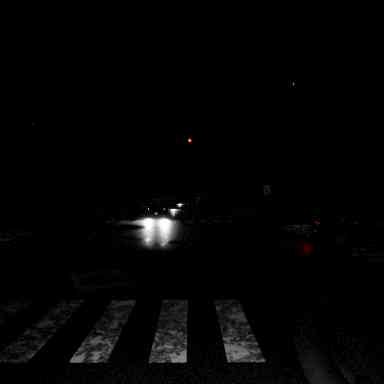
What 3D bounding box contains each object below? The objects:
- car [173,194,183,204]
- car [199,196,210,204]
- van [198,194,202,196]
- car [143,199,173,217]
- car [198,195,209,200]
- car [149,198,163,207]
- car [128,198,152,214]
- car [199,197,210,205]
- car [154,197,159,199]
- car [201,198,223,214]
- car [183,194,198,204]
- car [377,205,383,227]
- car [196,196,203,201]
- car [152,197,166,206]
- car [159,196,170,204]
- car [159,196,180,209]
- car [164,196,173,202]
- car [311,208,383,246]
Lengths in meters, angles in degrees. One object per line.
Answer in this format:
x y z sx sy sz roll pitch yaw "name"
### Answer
-3.021 1.668 66.218 1.994 1.385 4.181 0 0 1 "car"
2.355 1.641 47.217 1.802 1.307 4.206 0 0 0 "car"
2.370 1.424 58.238 1.690 1.788 3.998 0 0 0 "van"
-3.172 1.634 32.088 1.895 1.301 4.718 0 0 1 "car"
2.362 1.637 52.728 1.947 1.339 4.313 0 0 0 "car"
-5.662 1.653 52.738 1.802 1.307 4.206 0 0 0 "car"
-5.685 1.480 36.206 1.967 1.590 4.097 0 0 0 "car"
2.377 1.647 63.749 2.008 1.369 4.403 0 0 0 "car"
-5.677 1.489 41.717 1.967 1.590 4.097 0 0 0 "car"
2.340 1.606 36.194 1.947 1.339 4.313 0 0 0 "car"
-0.259 1.661 63.761 1.994 1.385 4.181 0 0 0 "car"
14.185 1.511 20.715 4.181 1.385 1.994 0 0 0 "car"
2.003 1.698 90.163 1.812 1.442 4.674 0 0 0 "car"
-5.655 1.634 58.249 2.008 1.369 4.403 0 0 0 "car"
-5.640 1.552 69.271 1.967 1.590 4.097 0 0 0 "car"
-3.129 1.621 46.351 1.994 1.385 4.181 0 0 0 "car"
-5.625 1.694 80.292 2.008 1.369 4.403 0 0 0 "car"
7.668 1.466 14.107 4.892 1.490 1.837 0 2 11 "car"
